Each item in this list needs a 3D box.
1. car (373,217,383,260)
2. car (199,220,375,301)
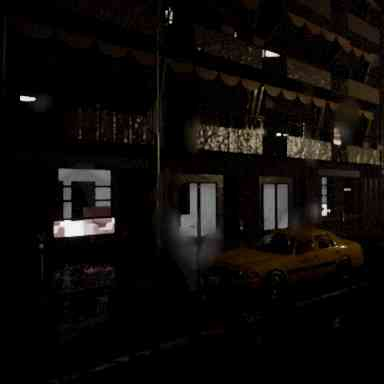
[{"bbox_3d":[7.039,1.539,11.611,4.507,1.381,1.887,0,0,-36],"label":"car"},{"bbox_3d":[2.407,1.522,8.295,4.829,1.417,1.752,0,0,-36],"label":"car"}]
